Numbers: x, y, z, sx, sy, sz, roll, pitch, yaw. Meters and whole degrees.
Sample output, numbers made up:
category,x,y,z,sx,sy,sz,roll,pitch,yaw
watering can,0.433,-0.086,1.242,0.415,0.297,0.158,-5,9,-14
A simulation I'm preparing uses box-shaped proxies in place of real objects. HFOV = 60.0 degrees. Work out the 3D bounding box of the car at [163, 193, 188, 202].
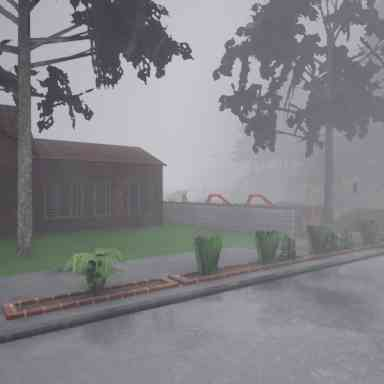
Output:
category,x,y,z,sx,sy,sz,roll,pitch,yaw
car,-2.907,1.226,54.904,2.150,2.045,5.566,0,0,-35

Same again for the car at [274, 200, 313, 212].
category,x,y,z,sx,sy,sz,roll,pitch,yaw
car,10.767,1.563,35.637,1.994,1.385,4.181,0,0,-36

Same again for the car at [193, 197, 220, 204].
category,x,y,z,sx,sy,sz,roll,pitch,yaw
car,2.349,1.547,54.453,2.033,1.411,5.357,0,0,-36
